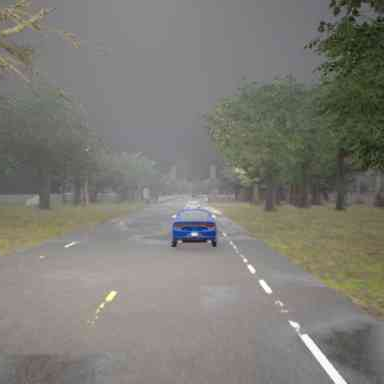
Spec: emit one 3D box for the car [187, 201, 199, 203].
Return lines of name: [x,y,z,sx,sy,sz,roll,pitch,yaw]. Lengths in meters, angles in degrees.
car: [0.097,1.625,33.679,1.812,1.442,4.674,0,0,0]

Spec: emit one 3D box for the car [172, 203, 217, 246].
car: [0.098,1.506,15.471,1.882,1.535,5.008,0,0,0]
